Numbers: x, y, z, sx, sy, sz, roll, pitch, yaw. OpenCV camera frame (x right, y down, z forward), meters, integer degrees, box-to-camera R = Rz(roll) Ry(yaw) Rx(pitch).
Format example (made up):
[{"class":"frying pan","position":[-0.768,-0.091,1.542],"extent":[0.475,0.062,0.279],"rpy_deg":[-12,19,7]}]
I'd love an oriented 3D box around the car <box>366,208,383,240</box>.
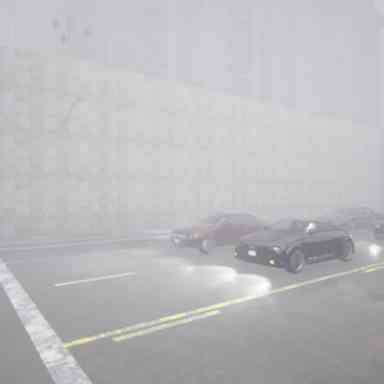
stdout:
[{"class":"car","position":[10.467,1.521,15.731],"extent":[4.674,1.442,1.812],"rpy_deg":[0,0,-35]}]

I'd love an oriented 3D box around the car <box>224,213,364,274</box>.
[{"class":"car","position":[3.342,1.562,10.661],"extent":[4.181,1.385,1.994],"rpy_deg":[0,0,-35]}]

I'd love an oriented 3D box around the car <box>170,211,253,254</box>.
[{"class":"car","position":[1.337,1.524,13.531],"extent":[4.674,1.442,1.812],"rpy_deg":[0,0,-35]}]

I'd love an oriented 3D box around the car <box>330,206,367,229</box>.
[{"class":"car","position":[9.140,1.543,19.083],"extent":[5.357,1.411,2.033],"rpy_deg":[0,0,-35]}]
